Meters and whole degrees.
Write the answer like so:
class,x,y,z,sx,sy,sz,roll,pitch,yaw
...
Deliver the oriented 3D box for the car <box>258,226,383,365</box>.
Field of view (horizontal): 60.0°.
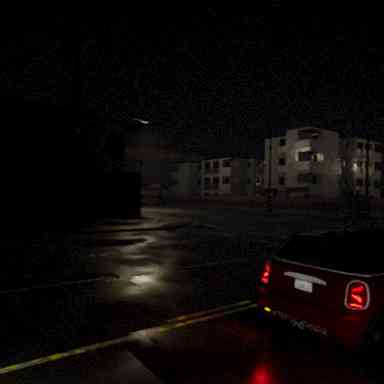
class,x,y,z,sx,sy,sz,roll,pitch,yaw
car,3.400,1.456,6.204,4.553,1.767,2.097,1,-1,-35
